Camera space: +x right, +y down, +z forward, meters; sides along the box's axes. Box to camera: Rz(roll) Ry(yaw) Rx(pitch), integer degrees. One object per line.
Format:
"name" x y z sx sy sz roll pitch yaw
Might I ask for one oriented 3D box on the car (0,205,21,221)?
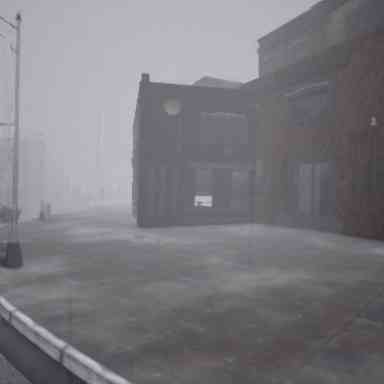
"car" -16.609 1.775 29.038 1.895 1.301 4.718 1 -1 -9
